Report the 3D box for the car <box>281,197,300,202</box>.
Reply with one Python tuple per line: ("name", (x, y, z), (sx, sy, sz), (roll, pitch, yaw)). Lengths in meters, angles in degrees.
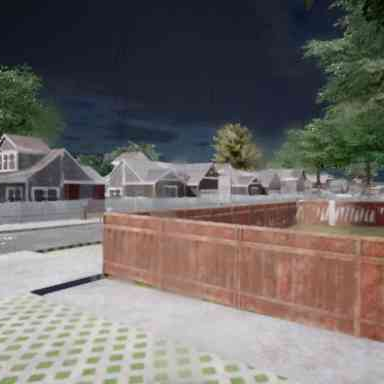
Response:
("car", (14.026, 1.374, 46.803), (1.994, 1.385, 4.181), (0, 0, 36))
